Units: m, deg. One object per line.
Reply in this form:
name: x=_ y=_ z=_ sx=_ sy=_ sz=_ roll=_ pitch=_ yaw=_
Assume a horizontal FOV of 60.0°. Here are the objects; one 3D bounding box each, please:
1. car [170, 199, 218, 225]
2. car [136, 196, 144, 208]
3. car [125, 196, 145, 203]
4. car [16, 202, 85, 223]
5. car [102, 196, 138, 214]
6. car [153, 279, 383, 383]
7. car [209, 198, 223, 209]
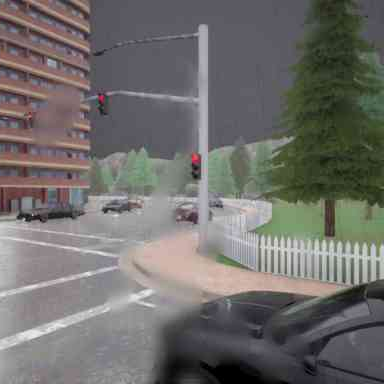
car: x=0.059 y=1.470 z=23.486 sx=1.812 sy=1.442 sz=4.674 roll=0 pitch=0 yaw=23
car: x=-8.096 y=1.296 z=45.682 sx=2.097 sy=1.767 sz=4.553 roll=0 pitch=0 yaw=-11
car: x=-11.783 y=1.470 z=68.722 sx=4.674 sy=1.442 sz=1.812 roll=0 pitch=0 yaw=44
car: x=-10.616 y=1.492 z=25.567 sx=2.033 sy=1.411 sz=5.357 roll=0 pitch=0 yaw=24
car: x=-7.797 y=1.492 z=35.386 sx=2.033 sy=1.411 sz=5.357 roll=0 pitch=0 yaw=7
car: x=1.899 y=1.478 z=2.635 sx=5.008 sy=1.535 sz=1.882 roll=0 pitch=0 yaw=36
car: x=2.907 y=1.492 z=45.137 sx=2.033 sy=1.411 sz=5.357 roll=0 pitch=0 yaw=-7
